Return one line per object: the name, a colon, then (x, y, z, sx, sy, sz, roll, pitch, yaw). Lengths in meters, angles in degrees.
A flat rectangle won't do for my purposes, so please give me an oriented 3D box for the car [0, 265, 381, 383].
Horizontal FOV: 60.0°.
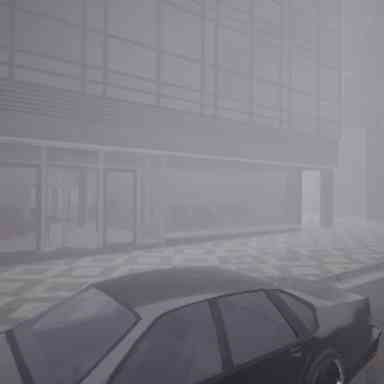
car: (-0.283, 1.541, 3.172, 5.357, 1.411, 2.033, 0, 0, -36)
